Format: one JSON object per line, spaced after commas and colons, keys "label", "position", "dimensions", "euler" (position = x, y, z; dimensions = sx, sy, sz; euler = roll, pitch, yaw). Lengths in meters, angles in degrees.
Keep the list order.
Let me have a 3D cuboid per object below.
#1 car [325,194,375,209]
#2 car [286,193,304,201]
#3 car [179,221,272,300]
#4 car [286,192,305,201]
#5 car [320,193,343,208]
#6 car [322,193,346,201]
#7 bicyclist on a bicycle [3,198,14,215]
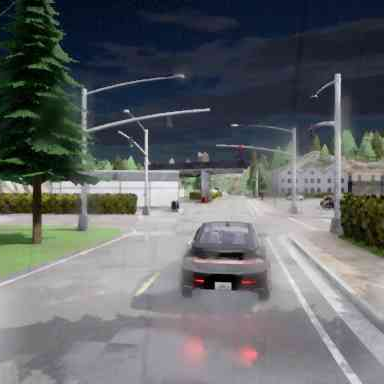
{"label": "car", "position": [18.325, 1.331, 38.627], "dimensions": [4.514, 1.523, 2.007], "euler": [0, 0, 8]}
{"label": "car", "position": [23.431, 1.344, 75.671], "dimensions": [3.806, 1.475, 1.970], "euler": [0, 0, 8]}
{"label": "car", "position": [0.893, 1.490, 8.427], "dimensions": [2.128, 1.511, 4.902], "euler": [0, 0, 8]}
{"label": "car", "position": [24.500, 1.059, 78.878], "dimensions": [3.866, 1.878, 1.905], "euler": [0, 0, 8]}
{"label": "car", "position": [18.710, 1.321, 41.740], "dimensions": [5.027, 1.636, 2.152], "euler": [0, 0, 8]}
{"label": "car", "position": [31.833, 1.081, 74.527], "dimensions": [4.605, 1.855, 1.932], "euler": [0, 0, 8]}
{"label": "bicyclist on a bicycle", "position": [-17.932, 1.446, 32.567], "dimensions": [0.582, 1.620, 1.656], "euler": [0, 0, 7]}
